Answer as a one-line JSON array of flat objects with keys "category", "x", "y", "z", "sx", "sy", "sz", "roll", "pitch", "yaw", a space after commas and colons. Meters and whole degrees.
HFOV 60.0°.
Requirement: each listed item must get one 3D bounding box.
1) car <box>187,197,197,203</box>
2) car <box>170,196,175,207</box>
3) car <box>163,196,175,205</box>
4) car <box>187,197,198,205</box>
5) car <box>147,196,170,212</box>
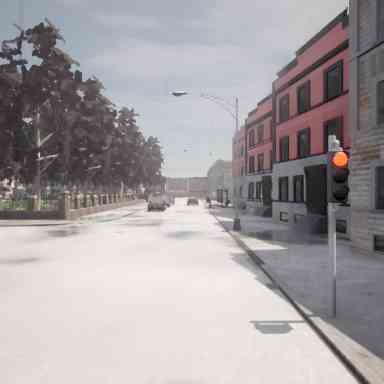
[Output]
[{"category": "car", "x": 0.049, "y": 1.735, "z": 73.427, "sx": 2.033, "sy": 1.411, "sz": 5.357, "roll": 0, "pitch": 0, "yaw": 0}, {"category": "car", "x": -4.074, "y": 1.547, "z": 49.223, "sx": 2.033, "sy": 1.411, "sz": 5.357, "roll": 0, "pitch": 0, "yaw": 0}, {"category": "car", "x": -4.039, "y": 1.505, "z": 59.622, "sx": 1.837, "sy": 1.490, "sz": 4.892, "roll": 0, "pitch": 0, "yaw": 0}, {"category": "car", "x": 0.142, "y": 1.526, "z": 58.928, "sx": 1.812, "sy": 1.442, "sz": 4.674, "roll": 0, "pitch": 0, "yaw": 0}, {"category": "car", "x": -4.080, "y": 1.478, "z": 39.323, "sx": 1.882, "sy": 1.535, "sz": 5.008, "roll": 0, "pitch": 0, "yaw": 0}]
